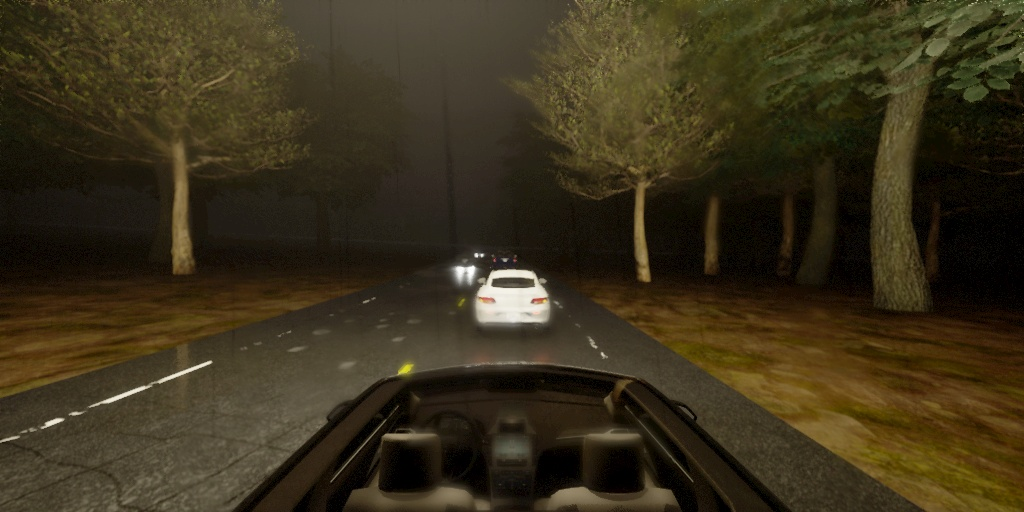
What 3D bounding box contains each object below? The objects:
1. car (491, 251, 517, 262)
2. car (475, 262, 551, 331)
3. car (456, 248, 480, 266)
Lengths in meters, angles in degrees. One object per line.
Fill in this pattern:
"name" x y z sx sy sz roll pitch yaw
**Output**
"car" -0.667 0.332 30.345 2.097 1.767 4.553 0 2 -3
"car" 0.013 1.078 10.136 1.812 1.442 4.674 0 2 -1
"car" -4.758 0.231 37.772 2.128 1.511 4.902 0 2 -3
